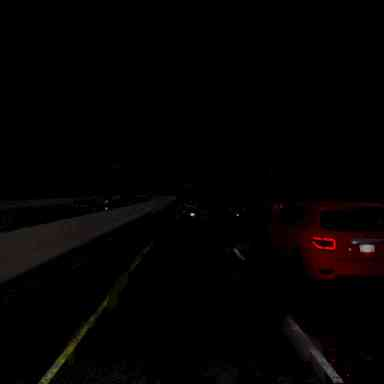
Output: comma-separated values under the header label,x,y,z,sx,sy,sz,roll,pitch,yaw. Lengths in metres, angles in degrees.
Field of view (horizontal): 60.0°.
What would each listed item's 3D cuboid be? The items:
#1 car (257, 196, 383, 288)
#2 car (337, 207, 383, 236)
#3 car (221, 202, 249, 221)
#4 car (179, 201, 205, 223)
label,x,y,z,sx,sy,sz,roll,pitch,yaw
car,3.568,1.246,9.471,2.150,2.045,5.566,0,0,0
car,10.538,1.648,19.604,1.895,1.301,4.718,0,0,0
car,3.510,1.567,27.889,2.128,1.511,4.902,0,0,0
car,0.012,1.637,26.537,1.994,1.385,4.181,0,0,-1
